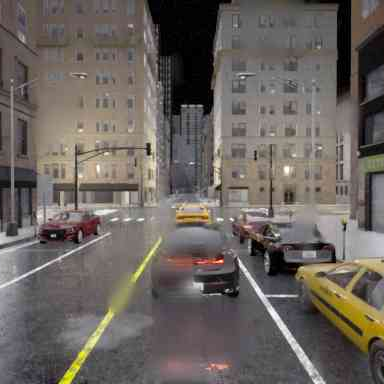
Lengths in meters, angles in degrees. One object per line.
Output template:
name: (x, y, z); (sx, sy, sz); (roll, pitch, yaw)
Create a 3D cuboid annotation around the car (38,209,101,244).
car: (-5.659, 1.540, 15.822); (1.887, 1.381, 4.507); (-1, 0, 0)

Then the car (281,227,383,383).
car: (2.871, 1.524, 4.811); (1.752, 1.417, 4.829); (-1, 0, 0)

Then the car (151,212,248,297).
car: (0.076, 1.503, 8.575); (1.837, 1.490, 4.892); (0, 0, 0)

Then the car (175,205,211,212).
car: (0.057, 1.472, 19.002); (1.882, 1.535, 5.008); (0, 0, 1)

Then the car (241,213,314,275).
car: (2.879, 1.563, 10.227); (1.947, 1.339, 4.313); (-1, 0, 0)

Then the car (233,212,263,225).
car: (2.887, 1.577, 15.813); (1.802, 1.307, 4.206); (-1, 0, 0)
